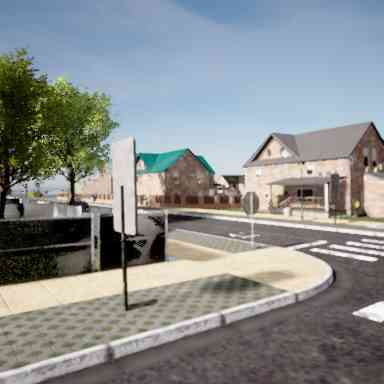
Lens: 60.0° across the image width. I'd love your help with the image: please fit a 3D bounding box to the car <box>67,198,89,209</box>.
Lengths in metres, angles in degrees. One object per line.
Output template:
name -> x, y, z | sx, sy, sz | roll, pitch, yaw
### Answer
car -> -14.874, 1.538, 43.291 | 1.994, 1.385, 4.181 | -2, 1, -33
